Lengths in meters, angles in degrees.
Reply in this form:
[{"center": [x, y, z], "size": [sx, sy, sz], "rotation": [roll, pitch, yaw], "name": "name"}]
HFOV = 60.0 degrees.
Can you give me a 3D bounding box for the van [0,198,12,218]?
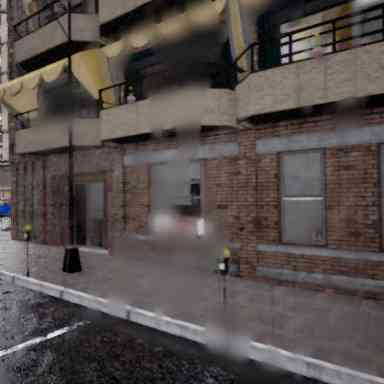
[{"center": [-15.762, 1.425, 30.443], "size": [1.690, 1.788, 3.998], "rotation": [-1, -1, 36], "name": "van"}]
